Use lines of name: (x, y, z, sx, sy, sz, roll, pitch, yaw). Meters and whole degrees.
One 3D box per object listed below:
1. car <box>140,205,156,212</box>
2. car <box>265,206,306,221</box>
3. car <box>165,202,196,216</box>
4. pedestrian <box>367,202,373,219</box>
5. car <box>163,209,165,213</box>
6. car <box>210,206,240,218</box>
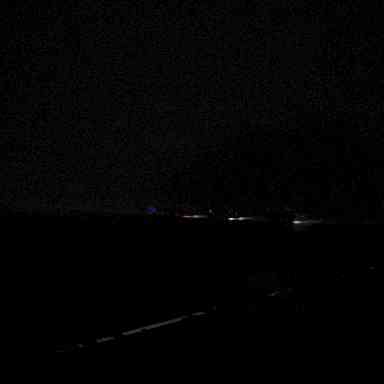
car: (-9.418, 3.569, 71.262, 1.812, 1.442, 4.674, 1, -2, -33)
car: (9.793, 2.259, 35.342, 1.812, 1.442, 4.674, 1, -2, -33)
car: (-1.591, 2.644, 52.755, 2.150, 2.045, 5.566, 1, -2, -33)
pedestrian: (18.911, 1.917, 35.292, 0.375, 1.860, 0.375, -2, 1, -33)
car: (-3.704, 3.347, 62.699, 1.895, 1.301, 4.718, 1, -2, -33)
car: (4.270, 2.581, 43.777, 1.837, 1.490, 4.892, 1, -2, -33)
